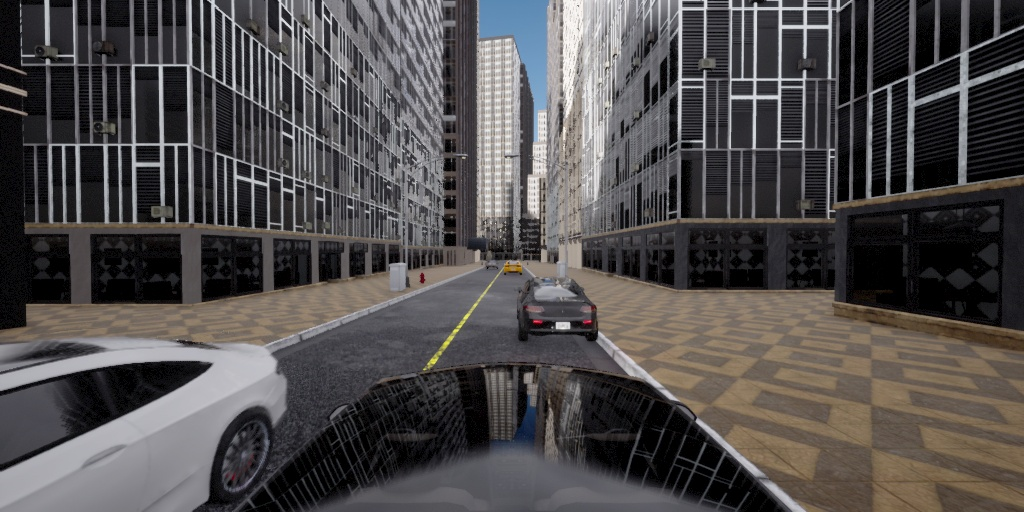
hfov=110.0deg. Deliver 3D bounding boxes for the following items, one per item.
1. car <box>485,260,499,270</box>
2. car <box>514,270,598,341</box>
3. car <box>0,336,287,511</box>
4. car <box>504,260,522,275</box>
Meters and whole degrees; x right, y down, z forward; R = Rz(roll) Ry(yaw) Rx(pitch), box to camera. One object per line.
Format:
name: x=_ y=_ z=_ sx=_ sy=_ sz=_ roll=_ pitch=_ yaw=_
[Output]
car: x=-2.947 y=1.319 z=53.095 sx=2.033 sy=1.411 sz=5.357 roll=0 pitch=0 yaw=0
car: x=1.057 y=1.276 z=9.724 sx=1.812 sy=1.442 sz=4.674 roll=0 pitch=0 yaw=0
car: x=-3.101 y=1.276 z=1.697 sx=1.812 sy=1.442 sz=4.674 roll=0 pitch=0 yaw=0
car: x=0.118 y=1.238 z=39.378 sx=1.882 sy=1.535 sz=5.008 roll=0 pitch=0 yaw=0
